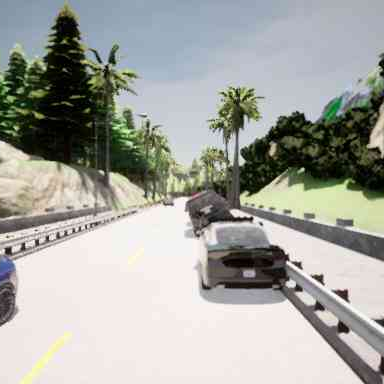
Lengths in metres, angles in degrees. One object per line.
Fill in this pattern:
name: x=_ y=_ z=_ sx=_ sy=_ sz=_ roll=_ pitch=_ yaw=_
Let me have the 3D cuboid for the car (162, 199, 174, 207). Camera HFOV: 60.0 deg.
car: x=-4.072 y=1.847 z=58.237 sx=2.033 sy=1.411 sz=5.357 roll=0 pitch=0 yaw=1

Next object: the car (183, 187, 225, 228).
car: x=0.807 y=1.085 z=25.278 sx=2.150 sy=2.045 sz=5.566 roll=-25 pitch=0 yaw=0

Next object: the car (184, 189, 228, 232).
car: x=0.817 y=1.055 z=19.276 sx=2.150 sy=2.045 sz=5.566 roll=-25 pitch=0 yaw=0

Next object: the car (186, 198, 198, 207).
car: x=-0.009 y=1.779 z=58.603 sx=1.882 sy=1.535 sz=5.008 roll=0 pitch=0 yaw=0

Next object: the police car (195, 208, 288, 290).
police car: x=1.157 y=1.474 z=9.360 sx=1.930 sy=1.638 sz=5.238 roll=0 pitch=0 yaw=0

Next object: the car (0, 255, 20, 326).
car: x=-4.101 y=1.549 z=4.409 sx=1.812 sy=1.442 sz=4.674 roll=0 pitch=0 yaw=0

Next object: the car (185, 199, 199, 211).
car: x=0.018 y=1.738 z=45.166 sx=1.837 sy=1.490 sz=4.892 roll=0 pitch=0 yaw=0
